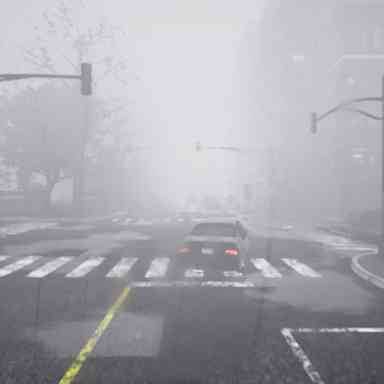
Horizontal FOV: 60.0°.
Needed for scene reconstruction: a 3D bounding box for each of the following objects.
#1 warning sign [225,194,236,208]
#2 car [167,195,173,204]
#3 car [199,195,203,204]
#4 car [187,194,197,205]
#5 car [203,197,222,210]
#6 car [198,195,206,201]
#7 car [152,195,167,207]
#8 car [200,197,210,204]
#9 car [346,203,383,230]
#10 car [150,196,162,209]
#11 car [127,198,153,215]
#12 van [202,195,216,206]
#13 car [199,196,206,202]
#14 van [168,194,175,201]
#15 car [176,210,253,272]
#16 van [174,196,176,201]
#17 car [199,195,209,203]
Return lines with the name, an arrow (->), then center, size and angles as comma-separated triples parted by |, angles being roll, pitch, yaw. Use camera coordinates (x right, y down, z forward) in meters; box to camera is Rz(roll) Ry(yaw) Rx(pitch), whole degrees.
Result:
warning sign -> 5.065, 1.204, 43.693 | 1.300, 1.860, 1.060 | 0, 0, 0
car -> -5.689, 1.603, 69.200 | 1.967, 1.590, 4.097 | 0, 0, 0
car -> 2.692, 1.568, 57.939 | 1.967, 1.590, 4.097 | 0, 0, 0
car -> -0.001, 1.625, 64.134 | 1.882, 1.535, 5.008 | 0, 0, 0
car -> 2.692, 1.626, 41.048 | 1.887, 1.381, 4.507 | 0, 0, 0
car -> 2.691, 1.684, 91.719 | 1.967, 1.590, 4.097 | 0, 0, 0
car -> -5.688, 1.427, 52.310 | 2.192, 1.841, 5.009 | 0, 0, 0
car -> 2.691, 1.708, 69.199 | 1.887, 1.381, 4.507 | 0, 0, 0
car -> 13.466, 1.639, 23.096 | 5.009, 1.841, 2.192 | 1, -1, -1
car -> -5.688, 1.621, 46.509 | 1.752, 1.417, 4.829 | 0, 0, 0
car -> -5.688, 1.634, 35.418 | 1.947, 1.339, 4.313 | 0, 0, 0
van -> 2.693, 1.437, 46.679 | 1.690, 1.788, 3.998 | 0, 0, 0
car -> 2.690, 1.767, 86.090 | 1.887, 1.381, 4.507 | 0, 0, 0
van -> -5.689, 1.585, 91.719 | 1.690, 1.788, 3.998 | 0, 0, 0
car -> 0.938, 1.566, 10.918 | 2.033, 1.411, 5.357 | 0, 0, 13
van -> -5.690, 1.563, 86.090 | 1.690, 1.788, 3.998 | 0, 0, 0
car -> 2.692, 1.497, 74.830 | 2.192, 1.841, 5.009 | 0, 0, 0
